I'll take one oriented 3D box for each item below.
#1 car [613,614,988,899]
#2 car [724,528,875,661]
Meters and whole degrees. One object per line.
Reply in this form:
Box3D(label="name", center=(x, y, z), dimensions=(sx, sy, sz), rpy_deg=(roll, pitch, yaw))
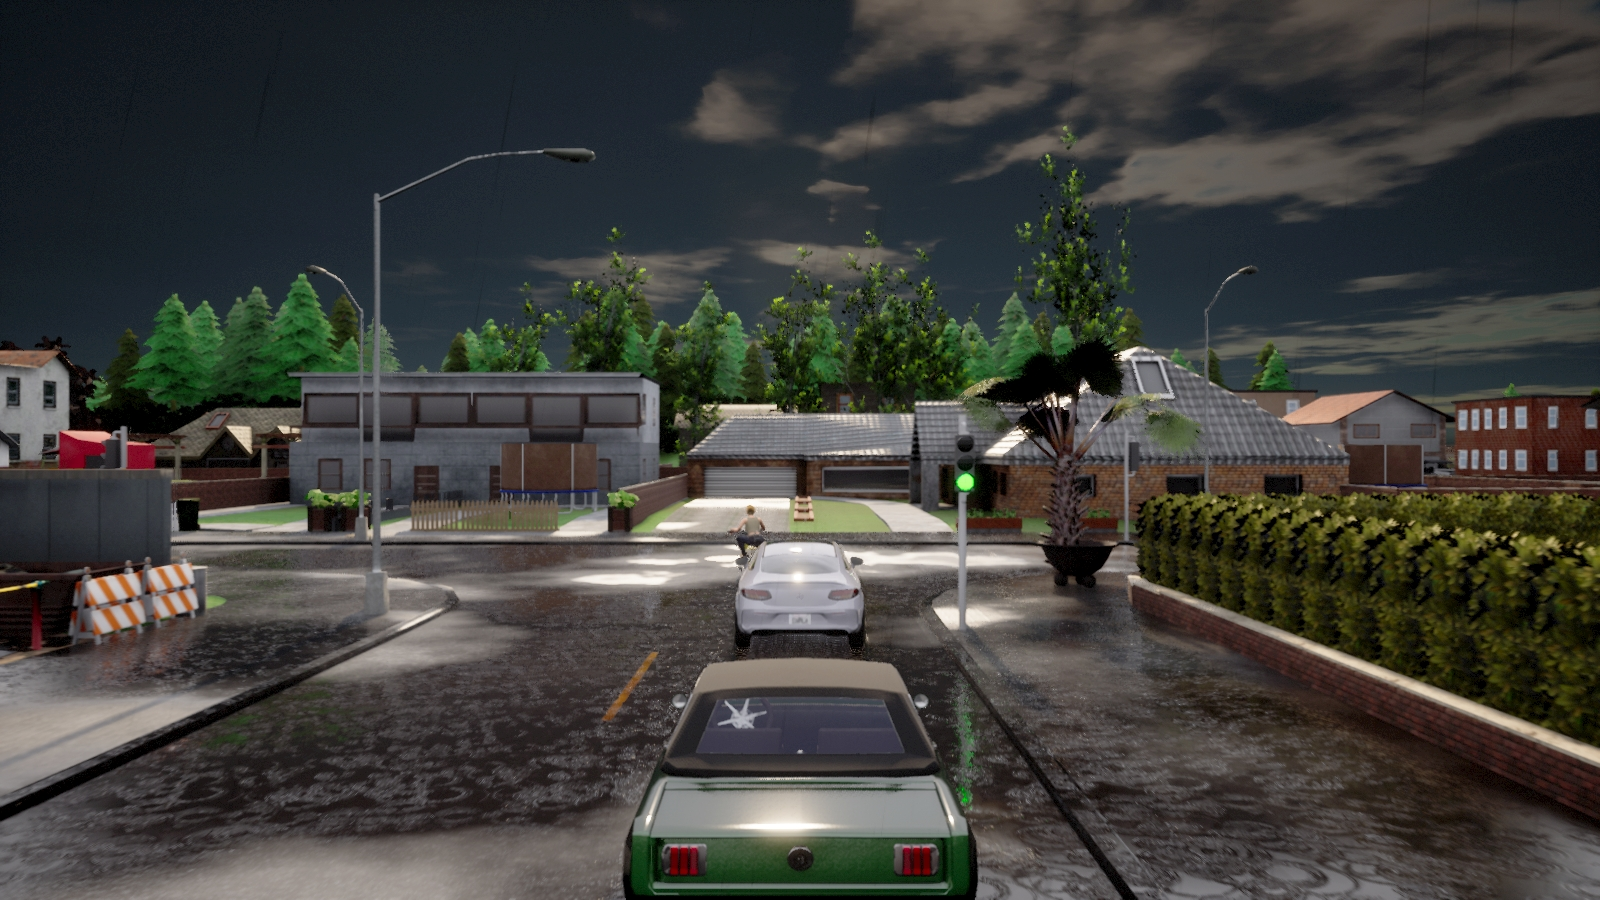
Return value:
Box3D(label="car", center=(0.003, 2.154, 8.126), dimensions=(1.895, 1.301, 4.718), rpy_deg=(0, 0, 0))
Box3D(label="car", center=(-0.008, 2.079, 17.468), dimensions=(2.002, 1.442, 4.674), rpy_deg=(0, 0, 0))
